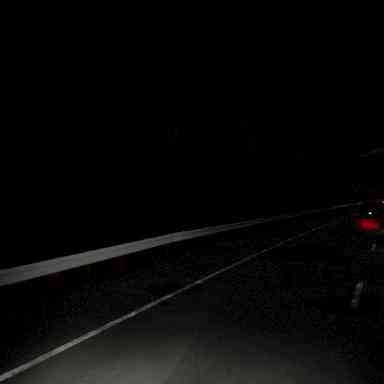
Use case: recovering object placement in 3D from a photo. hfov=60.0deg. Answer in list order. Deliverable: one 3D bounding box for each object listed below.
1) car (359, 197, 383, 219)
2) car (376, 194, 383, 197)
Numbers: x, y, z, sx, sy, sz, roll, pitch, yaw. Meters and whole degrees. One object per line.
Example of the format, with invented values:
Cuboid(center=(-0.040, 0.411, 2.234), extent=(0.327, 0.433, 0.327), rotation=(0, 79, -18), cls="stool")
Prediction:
Cuboid(center=(16.160, 1.505, 29.524), extent=(1.837, 1.490, 4.892), rotation=(0, 0, 35), cls="car")
Cuboid(center=(22.245, 1.221, 38.039), extent=(2.150, 2.045, 5.566), rotation=(0, 0, 36), cls="car")
